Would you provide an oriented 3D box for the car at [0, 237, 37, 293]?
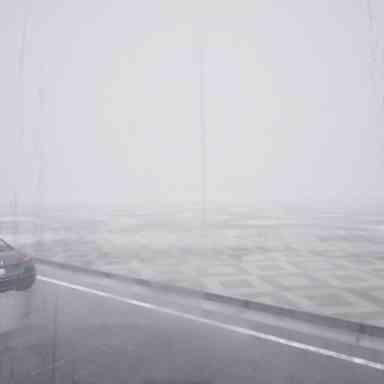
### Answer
[{"bbox_3d":[-5.571,1.609,7.910,4.181,1.385,1.994,0,0,36],"label":"car"}]
